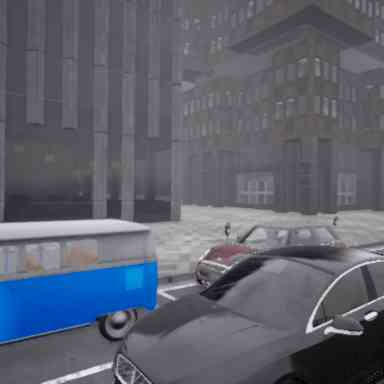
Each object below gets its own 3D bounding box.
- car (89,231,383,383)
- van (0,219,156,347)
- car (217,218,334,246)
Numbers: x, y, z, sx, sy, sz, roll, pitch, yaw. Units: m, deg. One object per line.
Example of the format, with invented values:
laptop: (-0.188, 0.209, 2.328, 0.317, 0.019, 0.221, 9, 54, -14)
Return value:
car: (1.436, 1.529, 4.277, 4.892, 1.490, 1.837, 0, 0, -35)
van: (-2.437, 1.346, 4.910, 3.998, 1.788, 1.690, 1, 0, -35)
car: (2.062, 1.485, 8.115, 4.097, 1.590, 1.967, 1, 0, -35)
